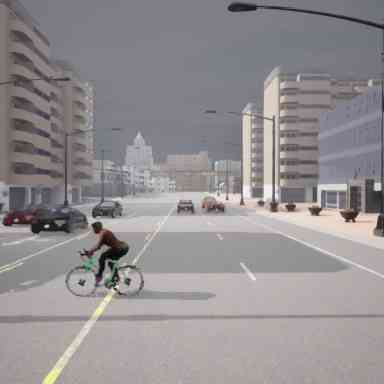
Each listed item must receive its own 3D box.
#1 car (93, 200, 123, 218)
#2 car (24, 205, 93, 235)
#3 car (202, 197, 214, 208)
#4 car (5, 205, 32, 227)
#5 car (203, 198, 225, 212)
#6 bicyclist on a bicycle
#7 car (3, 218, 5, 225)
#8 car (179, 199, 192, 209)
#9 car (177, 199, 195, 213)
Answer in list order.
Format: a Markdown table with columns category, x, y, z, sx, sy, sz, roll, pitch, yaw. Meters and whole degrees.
| category | x | y | z | sx | sy | sz | roll | pitch | yaw |
| --- | --- | --- | --- | --- | --- | --- | --- | --- | --- |
| car | -7.704 | 1.544 | 30.658 | 1.882 | 1.535 | 5.008 | 0 | 0 | 0 |
| car | -7.453 | 1.589 | 19.030 | 1.994 | 1.385 | 4.181 | 0 | 0 | -1 |
| car | 2.540 | 1.481 | 49.137 | 2.097 | 1.767 | 4.553 | 0 | 0 | -1 |
| car | -10.997 | 1.603 | 22.756 | 1.994 | 1.385 | 4.181 | 0 | 0 | -1 |
| car | 2.751 | 1.698 | 39.731 | 1.895 | 1.301 | 4.718 | 0 | 0 | -1 |
| bicyclist on a bicycle | -1.854 | 1.447 | 7.071 | 1.656 | 1.620 | 0.582 | 0 | 0 | -1 |
| car | -7.254 | 1.217 | 8.140 | 2.150 | 2.045 | 5.566 | 0 | 0 | -1 |
| car | -0.936 | 1.728 | 48.143 | 1.895 | 1.301 | 4.718 | 0 | 0 | -1 |
| car | -0.716 | 1.583 | 38.180 | 2.128 | 1.511 | 4.902 | 0 | 0 | -1 |
